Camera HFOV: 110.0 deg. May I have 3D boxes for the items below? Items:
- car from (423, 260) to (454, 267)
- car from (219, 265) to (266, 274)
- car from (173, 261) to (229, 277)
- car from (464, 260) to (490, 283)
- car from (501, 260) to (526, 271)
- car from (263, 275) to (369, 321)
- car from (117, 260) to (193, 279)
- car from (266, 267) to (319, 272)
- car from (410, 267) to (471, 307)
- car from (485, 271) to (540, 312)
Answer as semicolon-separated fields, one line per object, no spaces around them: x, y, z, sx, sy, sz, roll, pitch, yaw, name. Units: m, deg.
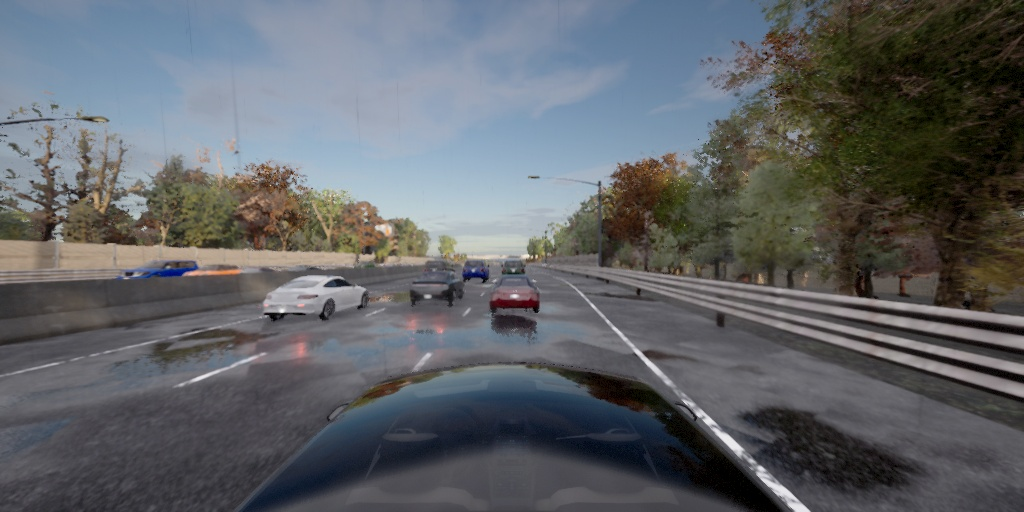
-6.873;1.416;34.064;2.150;2.045;5.566;0;-1;0;car
-21.063;1.652;29.410;1.812;1.442;4.674;0;-1;0;car
-24.573;1.481;29.585;2.097;1.767;4.553;0;-1;0;car
-3.373;1.417;34.050;2.150;2.045;5.566;0;-1;0;car
0.127;1.418;34.107;2.150;2.045;5.566;0;-1;0;car
-6.897;1.428;13.080;1.812;1.442;4.674;0;-1;0;car
-27.789;1.338;28.603;2.150;2.045;5.566;0;-1;-2;car
-17.574;1.637;29.728;1.837;1.490;4.892;0;-1;0;car
-3.390;1.446;16.889;2.128;1.511;4.902;0;-1;0;car
0.106;1.498;15.362;1.994;1.385;4.181;0;-1;0;car
